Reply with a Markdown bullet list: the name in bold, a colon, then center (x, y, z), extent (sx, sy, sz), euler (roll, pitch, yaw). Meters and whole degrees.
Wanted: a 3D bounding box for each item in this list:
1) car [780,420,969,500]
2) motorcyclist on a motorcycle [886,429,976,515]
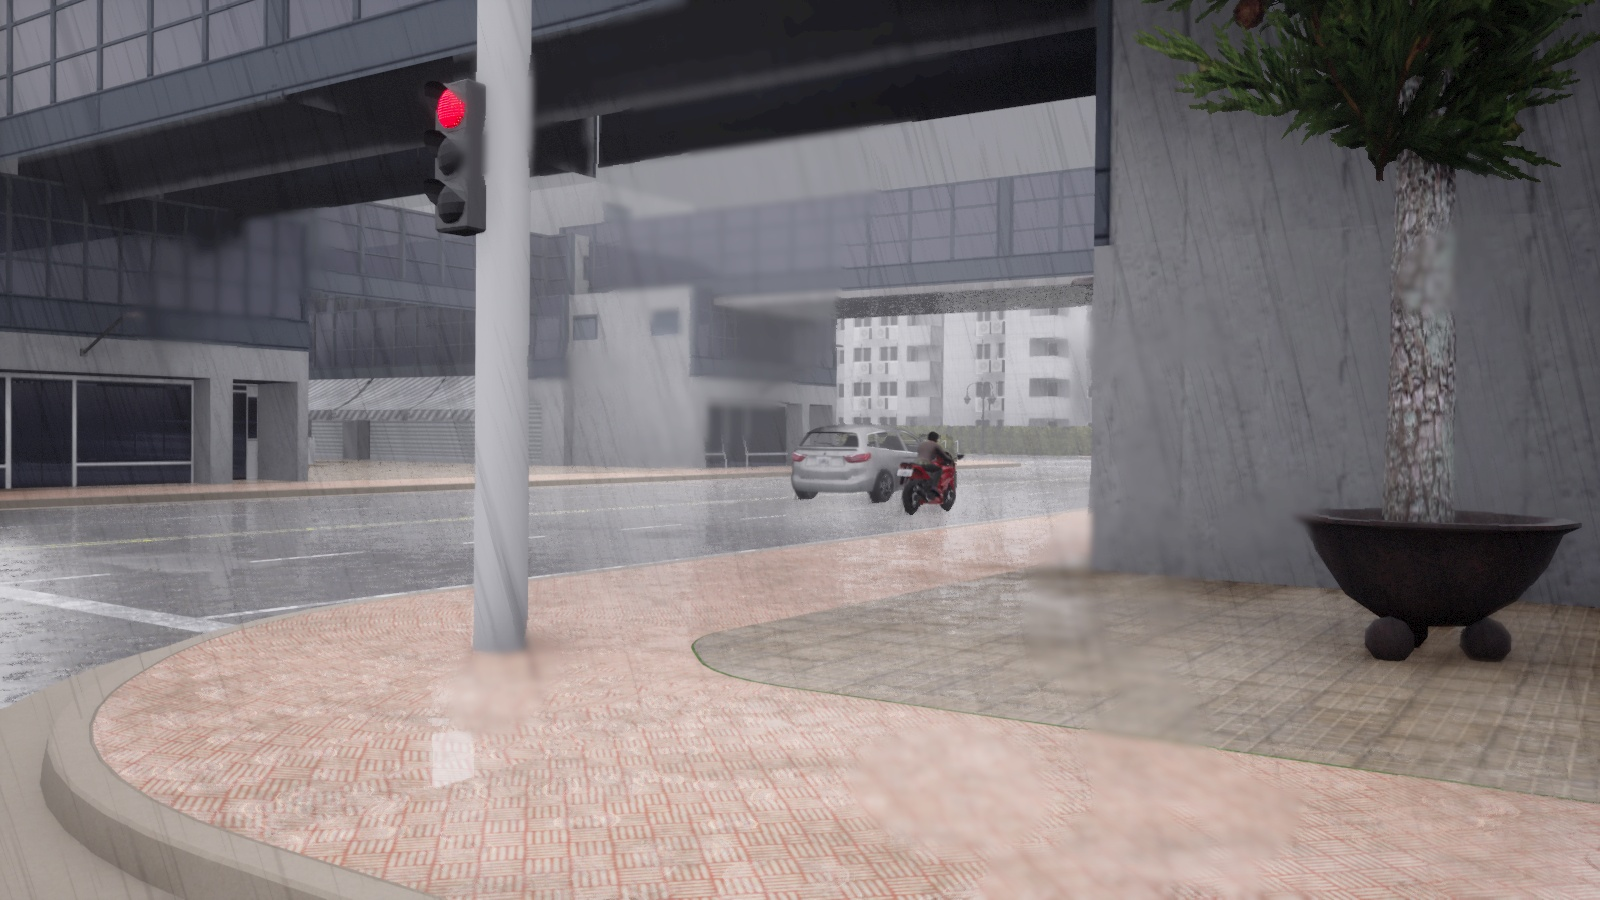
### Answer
- **car**: center (1.794, 0.170, 28.590), extent (2.242, 1.667, 4.611), euler (0, 1, 34)
- **motorcyclist on a motorcycle**: center (2.457, 0.373, 23.311), extent (0.797, 1.523, 2.044), euler (0, 1, 34)
